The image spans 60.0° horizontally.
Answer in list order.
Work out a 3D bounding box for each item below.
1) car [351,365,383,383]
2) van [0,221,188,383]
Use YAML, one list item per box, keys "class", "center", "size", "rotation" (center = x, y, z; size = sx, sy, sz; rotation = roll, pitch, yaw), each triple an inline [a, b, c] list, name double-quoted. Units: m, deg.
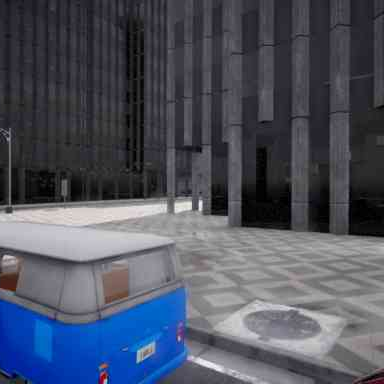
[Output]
- class: "car"
  center: [2.543, 1.440, 1.153]
  size: [4.097, 1.590, 1.967]
  rotation: [0, 0, 35]
- class: "van"
  center: [-1.957, 1.341, 4.357]
  size: [3.998, 1.788, 1.690]
  rotation: [0, 0, 35]
